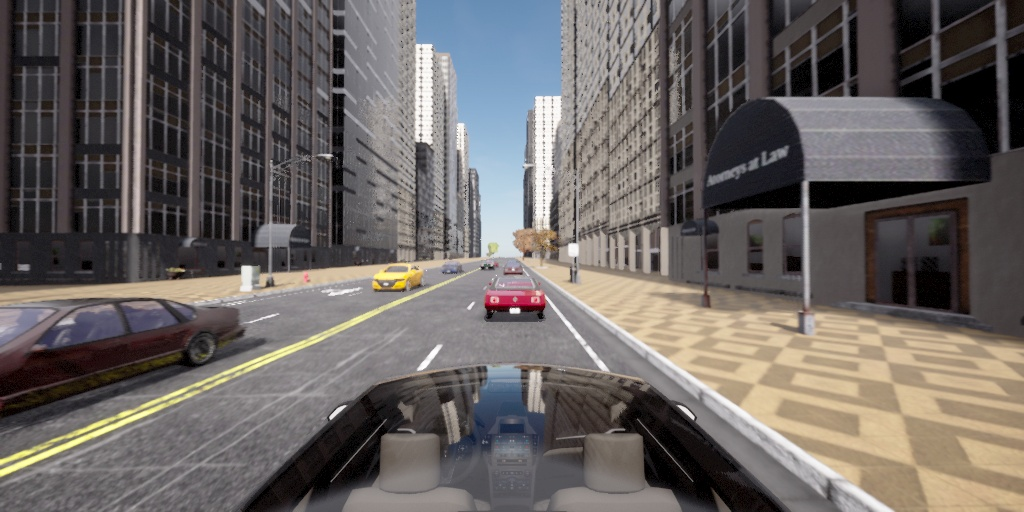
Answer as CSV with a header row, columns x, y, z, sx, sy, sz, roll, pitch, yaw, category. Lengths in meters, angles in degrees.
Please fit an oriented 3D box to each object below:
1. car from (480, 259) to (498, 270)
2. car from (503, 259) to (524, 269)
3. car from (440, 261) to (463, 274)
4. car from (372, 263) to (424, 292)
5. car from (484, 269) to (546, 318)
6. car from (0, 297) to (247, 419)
x,y,z,sx,sy,sz,roll,pitch,yaw,category
-3.234,1.265,48.621,1.895,1.301,4.718,0,0,0,car
0.112,1.238,33.755,2.033,1.411,5.357,0,0,0,car
-6.573,1.229,39.754,2.033,1.411,5.357,0,0,0,car
-6.594,1.194,21.269,1.882,1.535,5.008,0,0,0,car
0.097,1.330,12.838,1.895,1.301,4.718,0,0,0,car
-6.617,1.352,5.311,2.033,1.411,5.357,0,-1,0,car
